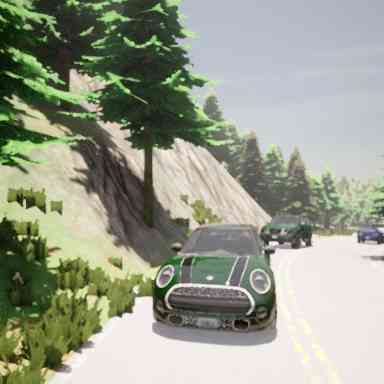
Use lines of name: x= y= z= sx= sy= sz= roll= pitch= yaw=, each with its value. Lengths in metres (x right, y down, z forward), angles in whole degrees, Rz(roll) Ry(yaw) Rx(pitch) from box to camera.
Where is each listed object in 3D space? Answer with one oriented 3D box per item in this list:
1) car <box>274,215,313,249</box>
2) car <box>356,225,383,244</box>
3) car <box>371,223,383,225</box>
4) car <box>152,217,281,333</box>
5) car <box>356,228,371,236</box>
car: x=6.152 y=2.465 z=21.267 sx=2.150 sy=2.045 sz=5.566 roll=0 pitch=-6 yaw=32
car: x=16.576 y=4.048 z=30.870 sx=1.812 sy=1.442 sz=4.674 roll=-1 pitch=-6 yaw=34
car: x=22.349 y=4.723 z=39.475 sx=2.150 sy=2.045 sz=5.566 roll=-1 pitch=-6 yaw=34
car: x=0.708 y=1.505 z=7.328 sx=2.097 sy=1.767 sz=4.553 roll=0 pitch=-2 yaw=12
car: x=33.704 y=7.756 z=65.324 sx=1.812 sy=1.442 sz=4.674 roll=0 pitch=-6 yaw=18
